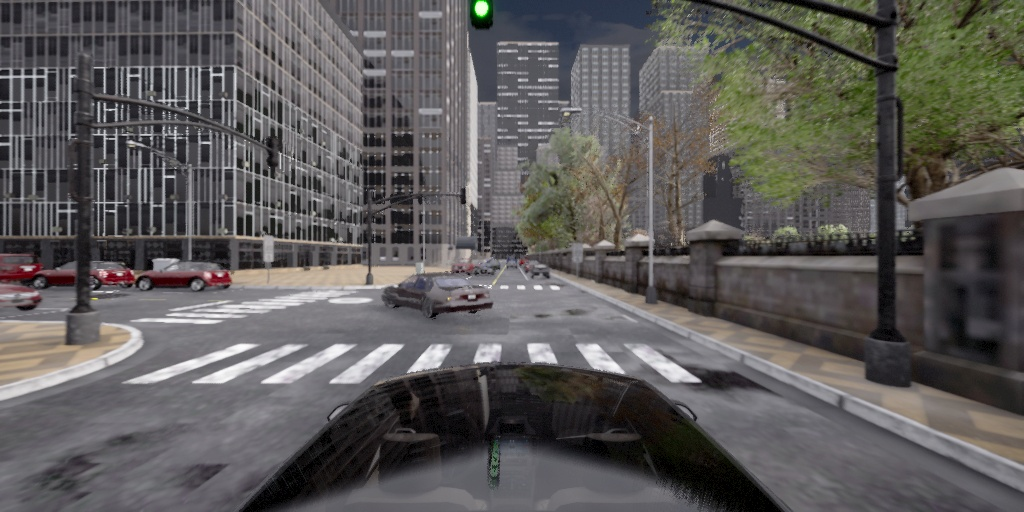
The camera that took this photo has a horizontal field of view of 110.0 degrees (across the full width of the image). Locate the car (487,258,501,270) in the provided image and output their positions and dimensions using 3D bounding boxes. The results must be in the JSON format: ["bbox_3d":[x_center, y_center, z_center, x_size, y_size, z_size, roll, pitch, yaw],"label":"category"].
[{"bbox_3d":[-2.817,1.236,54.188,2.097,1.767,4.553,0,0,0],"label":"car"}]

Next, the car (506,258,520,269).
[{"bbox_3d":[-0.001,1.447,60.684,2.033,1.411,5.357,0,0,0],"label":"car"}]

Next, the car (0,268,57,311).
[{"bbox_3d":[-17.769,1.166,11.414,4.207,1.307,1.802,0,0,1],"label":"car"}]

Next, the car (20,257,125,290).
[{"bbox_3d":[-23.151,0.982,19.405,4.097,1.591,1.967,0,0,1],"label":"car"}]

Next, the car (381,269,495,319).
[{"bbox_3d":[-2.922,1.330,13.094,2.033,1.411,5.357,0,0,-41],"label":"car"}]

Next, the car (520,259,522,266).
[{"bbox_3d":[2.564,1.441,50.214,1.948,1.339,4.313,0,0,0],"label":"car"}]

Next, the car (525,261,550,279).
[{"bbox_3d":[2.565,1.386,33.577,2.007,1.370,4.403,0,0,0],"label":"car"}]

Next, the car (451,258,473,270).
[{"bbox_3d":[-5.316,1.164,39.131,2.192,1.841,5.009,0,0,0],"label":"car"}]

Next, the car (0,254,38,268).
[{"bbox_3d":[-28.677,0.792,19.516,5.009,1.841,2.192,0,0,1],"label":"car"}]

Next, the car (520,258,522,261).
[{"bbox_3d":[2.564,1.413,55.929,1.751,1.417,4.829,0,0,0],"label":"car"}]

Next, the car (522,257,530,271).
[{"bbox_3d":[2.564,1.302,44.668,1.967,1.591,4.097,0,0,0],"label":"car"}]

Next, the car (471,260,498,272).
[{"bbox_3d":[-2.844,1.410,38.017,1.994,1.385,4.181,0,0,0],"label":"car"}]

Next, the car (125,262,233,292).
[{"bbox_3d":[-17.625,1.047,19.293,4.097,1.591,1.967,0,0,1],"label":"car"}]
